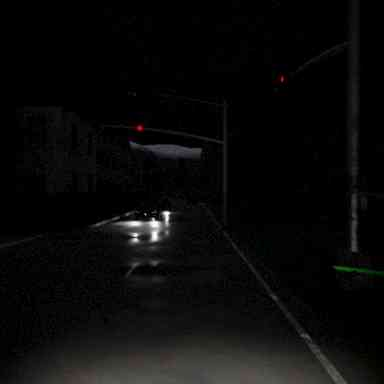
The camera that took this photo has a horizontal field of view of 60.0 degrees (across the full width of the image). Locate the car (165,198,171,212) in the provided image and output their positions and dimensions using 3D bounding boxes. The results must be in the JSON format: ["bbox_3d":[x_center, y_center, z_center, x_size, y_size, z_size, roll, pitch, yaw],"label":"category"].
[{"bbox_3d":[-3.542,1.469,39.005,1.837,1.490,4.892,0,0,1],"label":"car"}]

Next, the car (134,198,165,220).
[{"bbox_3d":[-3.562,1.478,27.734,1.837,1.490,4.892,0,0,0],"label":"car"}]

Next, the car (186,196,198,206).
[{"bbox_3d":[0.058,1.441,53.683,2.128,1.511,4.902,0,0,0],"label":"car"}]
